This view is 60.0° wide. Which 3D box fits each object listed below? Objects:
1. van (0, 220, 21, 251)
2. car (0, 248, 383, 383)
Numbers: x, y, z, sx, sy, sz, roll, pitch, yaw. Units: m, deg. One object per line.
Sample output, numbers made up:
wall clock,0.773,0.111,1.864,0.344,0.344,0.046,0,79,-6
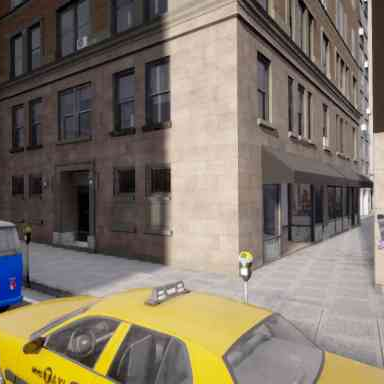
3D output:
van,-4.908,1.342,6.371,3.998,1.788,1.690,0,-1,36
car,-0.432,1.526,3.168,4.829,1.417,1.752,0,-1,36
